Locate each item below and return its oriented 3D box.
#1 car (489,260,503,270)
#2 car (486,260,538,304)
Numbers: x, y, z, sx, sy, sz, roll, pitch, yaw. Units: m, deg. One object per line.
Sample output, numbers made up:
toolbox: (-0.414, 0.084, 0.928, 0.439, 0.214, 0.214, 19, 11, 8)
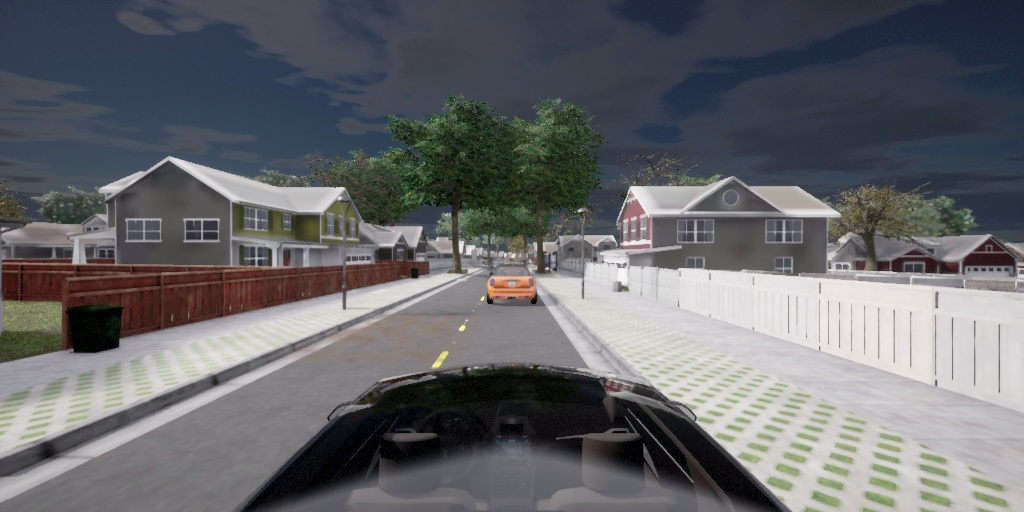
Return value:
car: (-2.750, 1.495, 61.387, 2.128, 1.511, 4.902, 0, 0, 0)
car: (0.000, 1.130, 16.473, 2.097, 1.767, 4.553, 0, 0, 0)
